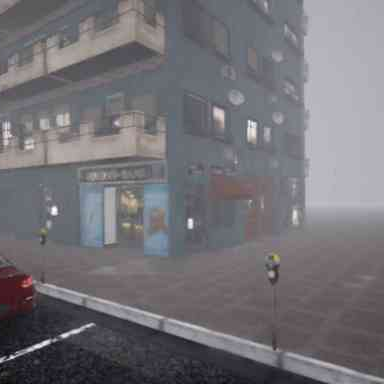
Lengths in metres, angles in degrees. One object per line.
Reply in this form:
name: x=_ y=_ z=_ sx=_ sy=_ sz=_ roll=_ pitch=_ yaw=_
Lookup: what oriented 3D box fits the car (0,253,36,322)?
car: x=-4.511 y=1.596 z=6.107 sx=4.206 sy=1.307 sz=1.802 roll=0 pitch=-1 yaw=36
